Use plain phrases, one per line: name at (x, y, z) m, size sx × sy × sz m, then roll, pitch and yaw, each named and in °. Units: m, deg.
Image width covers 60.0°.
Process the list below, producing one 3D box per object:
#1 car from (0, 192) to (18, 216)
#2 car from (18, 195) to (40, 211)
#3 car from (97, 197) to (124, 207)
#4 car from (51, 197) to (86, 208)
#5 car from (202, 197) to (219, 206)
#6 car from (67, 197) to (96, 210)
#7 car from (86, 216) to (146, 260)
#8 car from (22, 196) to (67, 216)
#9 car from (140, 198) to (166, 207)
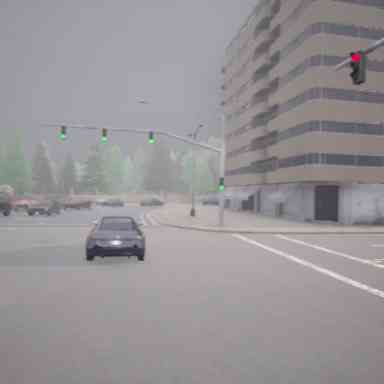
car at (-16.187, 0.970, 26.298) m, size 2.150 × 2.045 × 5.566 m, roll 2°, pitch 0°, yaw -9°
car at (-17.182, 1.133, 35.714) m, size 2.097 × 1.767 × 4.553 m, roll 1°, pitch 0°, yaw -3°
car at (-11.980, 1.570, 50.361) m, size 1.994 × 1.385 × 4.181 m, roll 1°, pitch 0°, yaw 17°
car at (-16.788, 1.399, 45.397) m, size 2.033 × 1.411 × 5.357 m, roll 1°, pitch 0°, yaw 10°
car at (4.373, 1.885, 67.502) m, size 4.553 × 1.767 × 2.097 m, roll 2°, pitch 0°, yaw -33°
car at (-13.822, 1.375, 40.537) m, size 1.882 × 1.535 × 5.008 m, roll 1°, pitch 0°, yaw 4°
car at (-2.793, 1.587, 12.532) m, size 1.994 × 1.385 × 4.181 m, roll 1°, pitch 0°, yaw -11°
car at (-13.383, 1.395, 30.568) m, size 2.033 × 1.411 × 5.357 m, roll 2°, pitch 0°, yaw -9°
car at (-6.388, 1.723, 54.545) m, size 2.033 × 1.411 × 5.357 m, roll 1°, pitch 0°, yaw 28°
